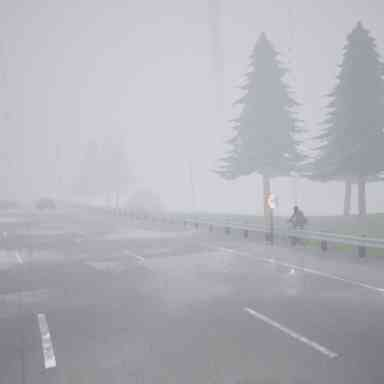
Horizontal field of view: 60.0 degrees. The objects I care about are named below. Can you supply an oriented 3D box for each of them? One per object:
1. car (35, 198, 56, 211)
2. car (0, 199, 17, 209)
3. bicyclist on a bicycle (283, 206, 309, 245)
[{"bbox_3d":[-17.982,1.500,40.674,1.837,1.490,4.892,0,-1,-32],"label":"car"},{"bbox_3d":[-25.200,1.598,45.543,1.895,1.301,4.718,0,0,-31],"label":"car"},{"bbox_3d":[4.418,1.424,13.955,1.656,1.620,0.582,6,-3,-31],"label":"bicyclist on a bicycle"}]
